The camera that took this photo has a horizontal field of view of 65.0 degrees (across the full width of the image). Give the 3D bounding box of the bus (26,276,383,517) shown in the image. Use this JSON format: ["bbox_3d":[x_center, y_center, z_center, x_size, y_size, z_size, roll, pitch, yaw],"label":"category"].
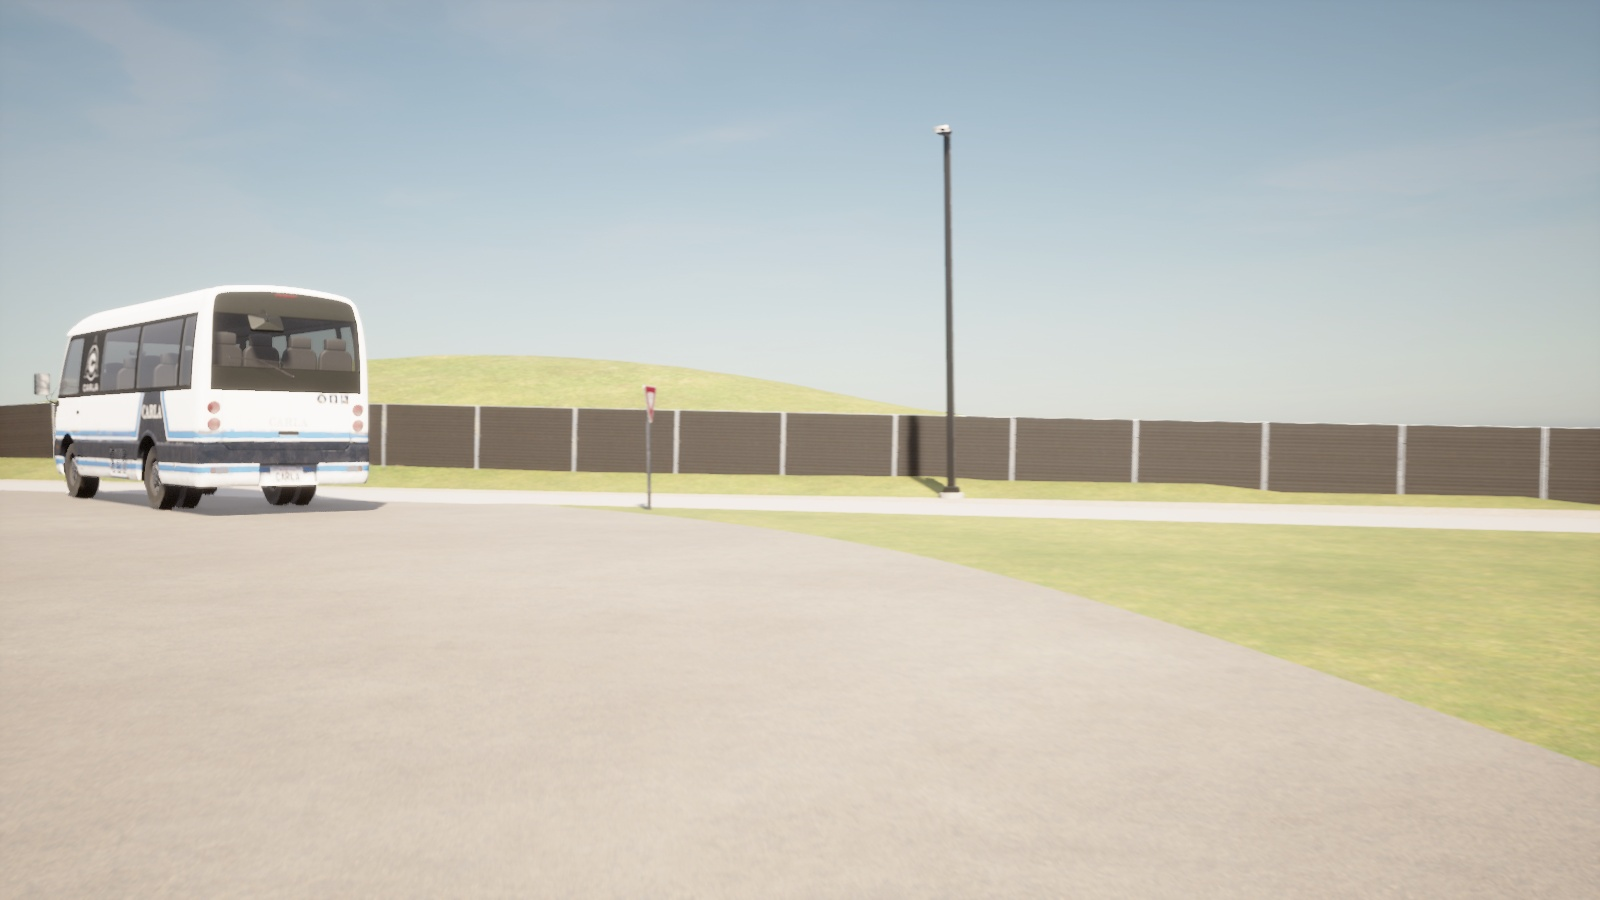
[{"bbox_3d":[-13.259,-1.005,27.245,3.944,4.253,10.273,0,1,-44],"label":"bus"}]
